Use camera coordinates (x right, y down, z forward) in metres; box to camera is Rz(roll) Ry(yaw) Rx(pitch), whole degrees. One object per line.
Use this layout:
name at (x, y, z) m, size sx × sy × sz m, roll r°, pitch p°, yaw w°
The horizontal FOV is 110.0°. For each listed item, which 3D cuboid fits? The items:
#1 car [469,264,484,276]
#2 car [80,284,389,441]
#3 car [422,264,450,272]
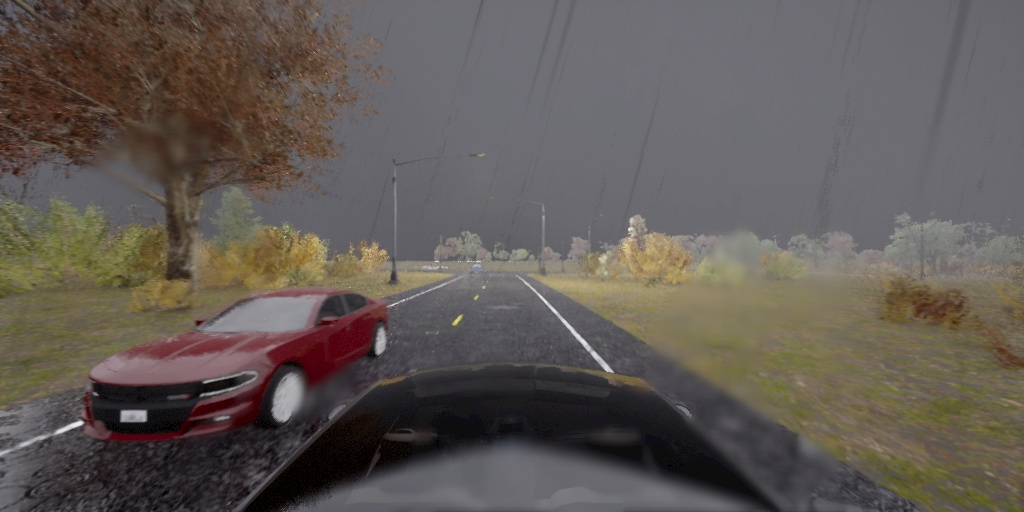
car at (-4.681, 1.816, 48.228) m, size 1.812 × 1.442 × 4.674 m, roll 0°, pitch -1°, yaw -3°
car at (-3.624, 1.286, 5.920) m, size 1.882 × 1.535 × 5.008 m, roll 0°, pitch -1°, yaw 0°
car at (-13.194, 2.008, 62.353) m, size 4.718 × 1.301 × 1.895 m, roll 1°, pitch -1°, yaw -3°
